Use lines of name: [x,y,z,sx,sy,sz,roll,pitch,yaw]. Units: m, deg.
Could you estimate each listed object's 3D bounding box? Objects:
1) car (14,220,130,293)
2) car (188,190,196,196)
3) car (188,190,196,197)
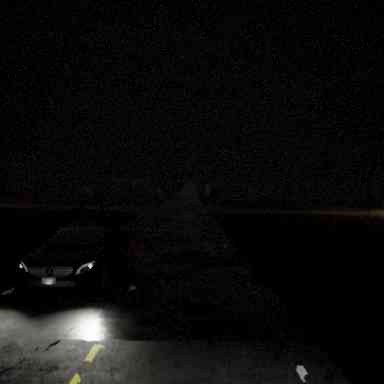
car: [-2.855,1.518,8.960,1.812,1.442,4.674,0,0,0]
car: [-0.086,0.185,94.494,2.128,1.511,4.902,0,2,0]
car: [-0.078,0.371,84.429,2.097,1.767,4.553,0,1,0]
